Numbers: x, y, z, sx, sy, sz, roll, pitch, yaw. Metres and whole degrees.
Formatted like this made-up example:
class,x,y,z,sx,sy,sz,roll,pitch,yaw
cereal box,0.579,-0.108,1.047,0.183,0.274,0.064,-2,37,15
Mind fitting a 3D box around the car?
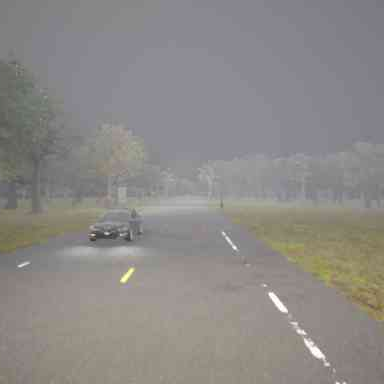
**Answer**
class,x,y,z,sx,sy,sz,roll,pitch,yaw
car,-3.606,1.548,16.494,1.837,1.490,4.892,0,-1,0
